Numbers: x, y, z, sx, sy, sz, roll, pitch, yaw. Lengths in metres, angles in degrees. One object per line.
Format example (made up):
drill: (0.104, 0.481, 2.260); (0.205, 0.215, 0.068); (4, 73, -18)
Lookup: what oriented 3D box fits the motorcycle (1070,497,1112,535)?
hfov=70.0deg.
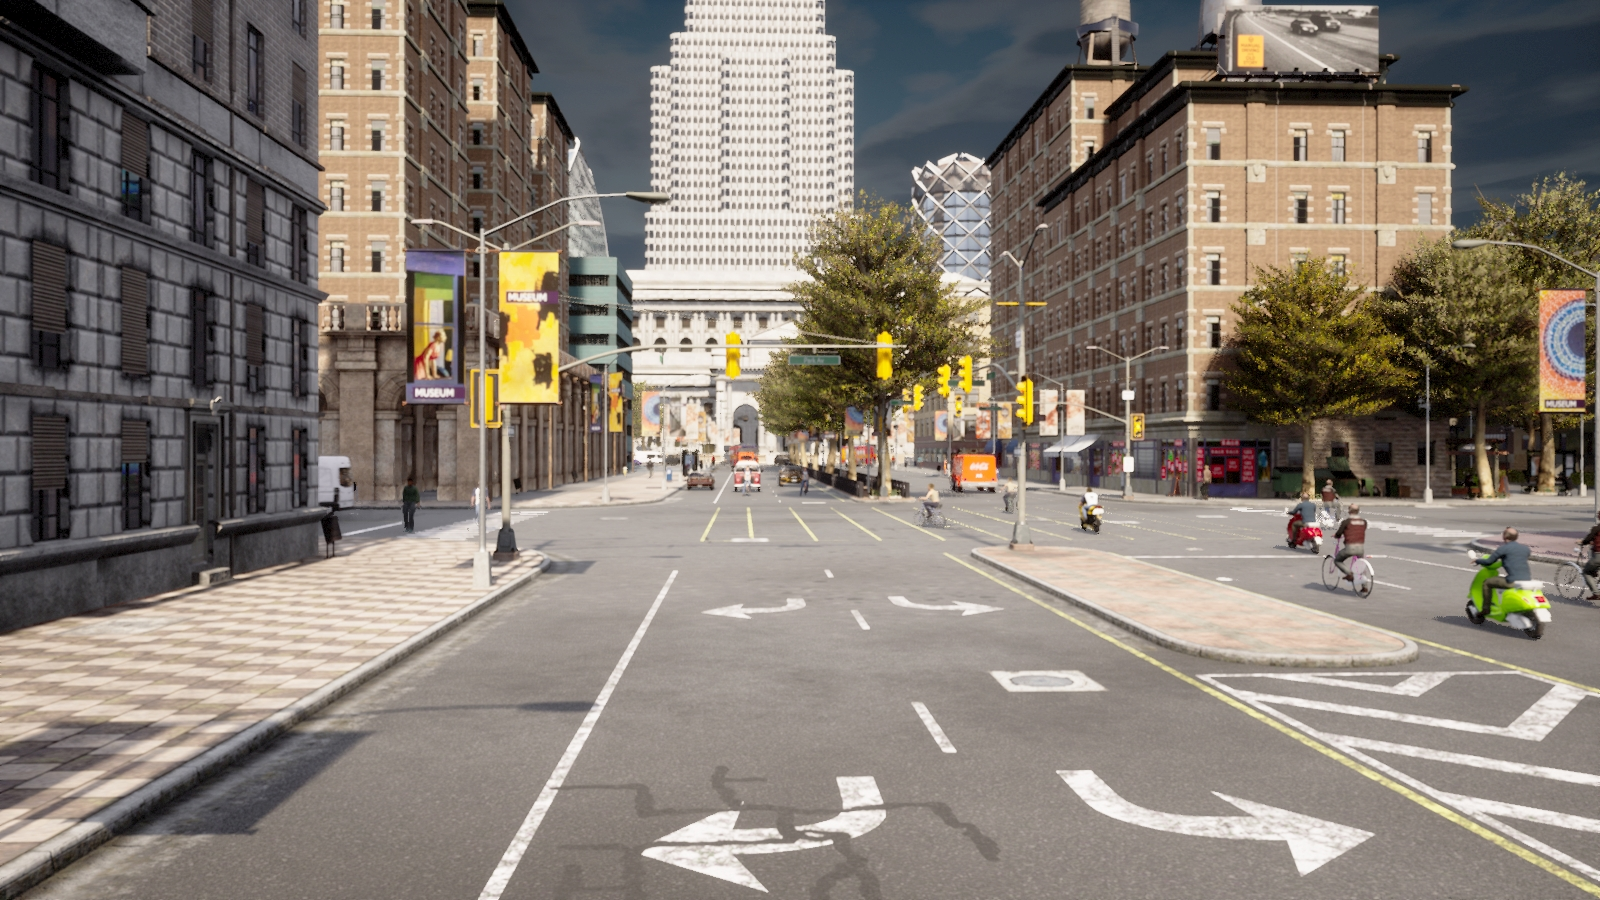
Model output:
motorcycle: (9.806, 2.207, 38.608); (0.803, 1.145, 2.033); (0, 0, -3)

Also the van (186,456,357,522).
van: (-21.196, 1.527, 46.011); (5.915, 2.561, 1.988); (0, 0, -3)

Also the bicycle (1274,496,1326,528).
bicycle: (18.199, 2.250, 41.604); (0.859, 1.080, 1.487); (-1, 0, -43)

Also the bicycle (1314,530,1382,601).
bicycle: (10.580, 2.207, 22.127); (0.329, 1.171, 1.835); (0, 0, -4)

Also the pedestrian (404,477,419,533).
pedestrian: (-13.027, 1.842, 38.303); (0.375, 1.860, 0.375); (0, 0, -3)

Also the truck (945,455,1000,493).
truck: (11.486, 1.556, 76.504); (2.627, 2.467, 5.204); (0, 0, -3)

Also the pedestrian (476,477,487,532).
pedestrian: (-10.833, 1.843, 38.842); (0.375, 1.860, 0.375); (0, 0, -16)

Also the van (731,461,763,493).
van: (-3.516, 1.771, 76.181); (2.069, 2.038, 4.480); (0, 0, -3)

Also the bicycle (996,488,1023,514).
bicycle: (9.242, 2.249, 50.471); (0.859, 1.080, 1.487); (0, 0, -3)

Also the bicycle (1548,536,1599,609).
bicycle: (14.210, 2.207, 20.472); (0.329, 1.171, 1.835); (0, 0, -3)

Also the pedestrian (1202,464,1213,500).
pedestrian: (21.295, 1.687, 59.748); (0.375, 1.860, 0.375); (0, 0, -16)
